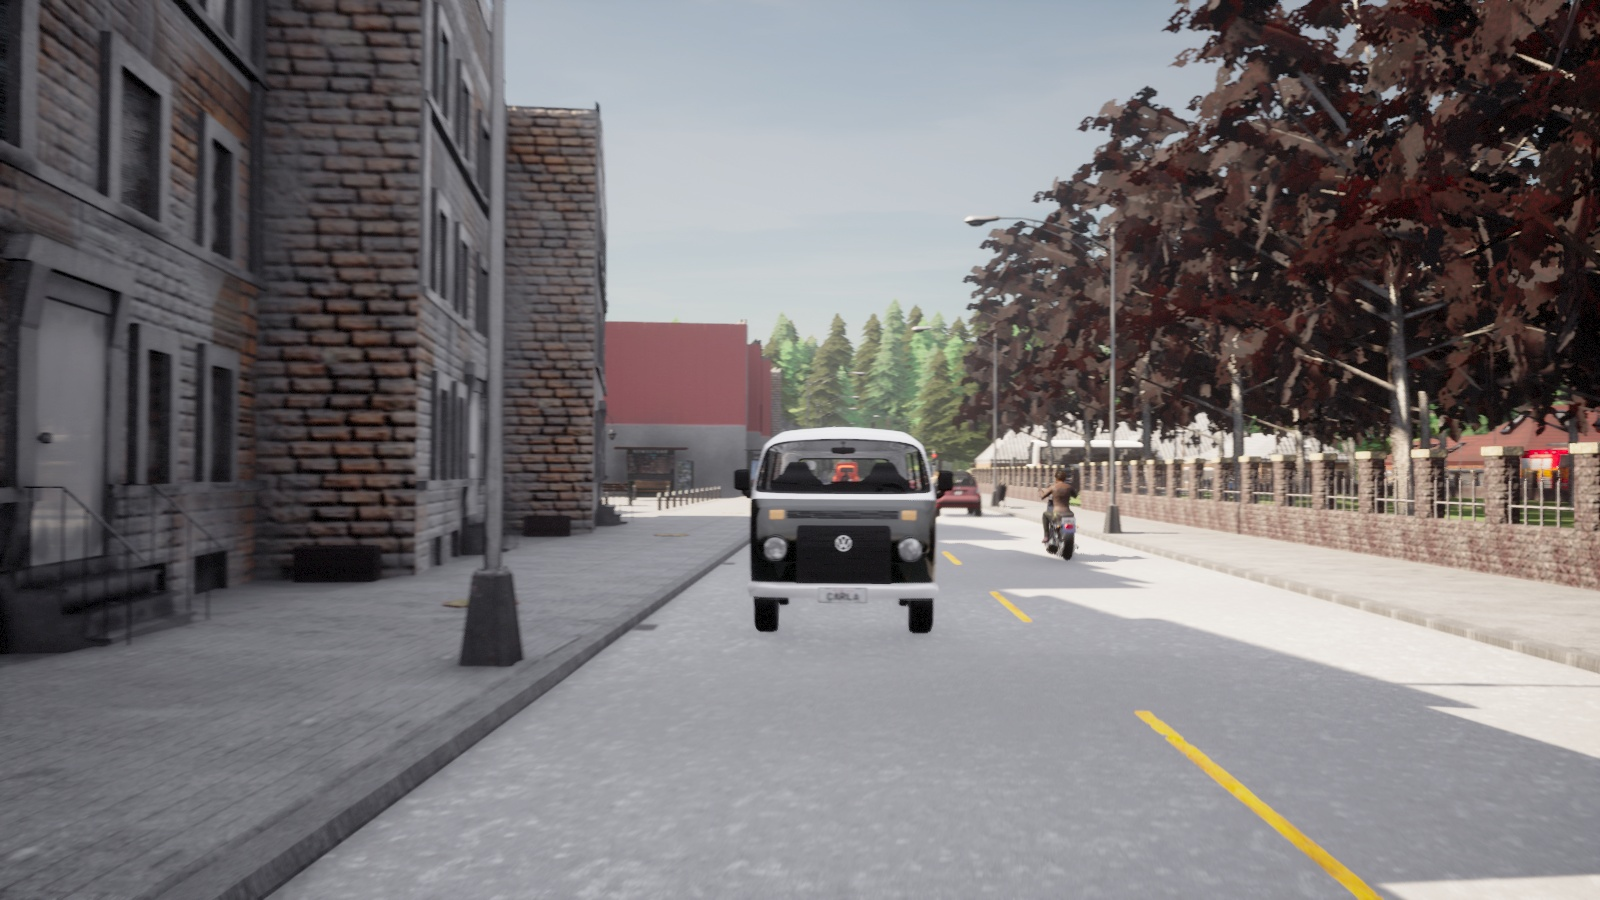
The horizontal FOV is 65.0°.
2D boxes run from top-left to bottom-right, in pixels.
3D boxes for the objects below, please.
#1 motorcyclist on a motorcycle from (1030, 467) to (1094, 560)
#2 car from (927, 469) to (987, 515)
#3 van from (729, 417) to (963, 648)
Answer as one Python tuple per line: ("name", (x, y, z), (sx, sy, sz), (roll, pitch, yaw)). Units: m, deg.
("motorcyclist on a motorcycle", (4.873, 1.160, 23.510), (0.766, 1.649, 2.350), (0, -1, 2))
("car", (5.737, 1.498, 46.213), (1.851, 1.617, 3.988), (0, -1, 2))
("van", (0.485, 0.768, 13.364), (2.069, 2.038, 4.480), (0, -1, 2))
